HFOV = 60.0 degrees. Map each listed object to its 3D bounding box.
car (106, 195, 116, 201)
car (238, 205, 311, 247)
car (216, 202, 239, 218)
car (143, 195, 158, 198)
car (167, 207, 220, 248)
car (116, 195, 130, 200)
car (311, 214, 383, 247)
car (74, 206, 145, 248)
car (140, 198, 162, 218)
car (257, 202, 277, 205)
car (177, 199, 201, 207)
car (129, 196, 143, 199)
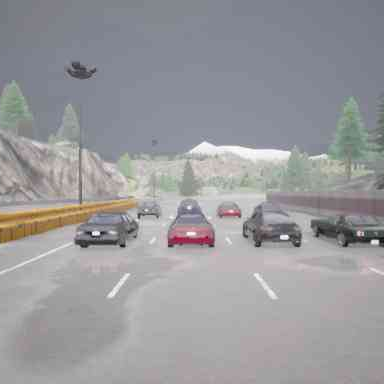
[{"bbox_3d":[-18.880,1.499,79.667,1.994,1.385,4.181,0,0,14],"label":"car"},{"bbox_3d":[3.446,1.530,14.805,1.812,1.442,4.674,0,0,-1],"label":"car"},{"bbox_3d":[3.256,1.570,29.804,1.994,1.385,4.181,0,0,-1],"label":"car"},{"bbox_3d":[-8.825,1.503,76.638,2.033,1.411,5.357,0,0,14],"label":"car"},{"bbox_3d":[-0.054,1.570,14.760,1.994,1.385,4.181,0,0,-1],"label":"car"},{"bbox_3d":[-15.528,1.476,78.658,1.812,1.442,4.674,0,0,14],"label":"car"},{"bbox_3d":[6.945,1.614,14.879,1.895,1.301,4.718,0,0,-1],"label":"car"},{"bbox_3d":[-3.554,1.560,14.716,2.033,1.411,5.357,0,0,-1],"label":"car"},{"bbox_3d":[-3.743,1.561,29.715,2.033,1.411,5.357,0,0,-1],"label":"car"},{"bbox_3d":[6.756,1.570,29.848,1.994,1.385,4.181,0,0,-1],"label":"car"},{"bbox_3d":[-0.243,1.364,29.729,2.097,1.767,4.553,0,0,-1],"label":"car"},{"bbox_3d":[-12.184,1.553,77.619,1.895,1.301,4.718,0,0,14],"label":"car"}]
